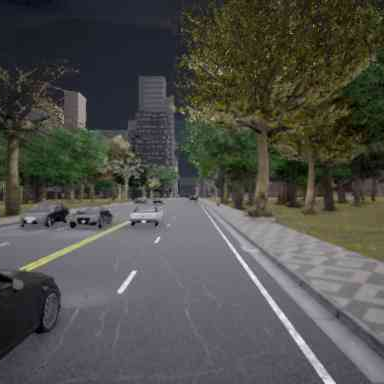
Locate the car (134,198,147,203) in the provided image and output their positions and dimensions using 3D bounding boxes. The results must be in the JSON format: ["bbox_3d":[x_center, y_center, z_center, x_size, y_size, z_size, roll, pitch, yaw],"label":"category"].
[{"bbox_3d":[-9.747,1.771,63.774,2.033,1.411,5.357,0,0,0],"label":"car"}]

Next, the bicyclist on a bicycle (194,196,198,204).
[{"bbox_3d":[0.903,1.612,65.608,0.659,1.776,1.843,0,0,0],"label":"bicyclist on a bicycle"}]

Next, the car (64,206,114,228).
[{"bbox_3d":[-6.594,1.602,22.171,1.994,1.385,4.181,0,0,0],"label":"car"}]

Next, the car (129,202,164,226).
[{"bbox_3d":[-3.146,1.644,23.883,1.895,1.301,4.718,0,0,0],"label":"car"}]

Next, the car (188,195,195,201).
[{"bbox_3d":[0.012,1.795,90.165,1.837,1.490,4.892,0,0,0],"label":"car"}]

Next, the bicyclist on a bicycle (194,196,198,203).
[{"bbox_3d":[0.900,1.752,75.291,0.866,1.612,1.509,0,0,0],"label":"bicyclist on a bicycle"}]

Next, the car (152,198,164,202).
[{"bbox_3d":[-6.501,1.838,64.053,1.895,1.301,4.718,0,0,0],"label":"car"}]

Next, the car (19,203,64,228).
[{"bbox_3d":[-9.844,1.531,22.617,2.128,1.511,4.902,0,0,0],"label":"car"}]

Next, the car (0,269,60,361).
[{"bbox_3d":[-3.162,1.529,3.813,1.812,1.442,4.674,0,0,0],"label":"car"}]
